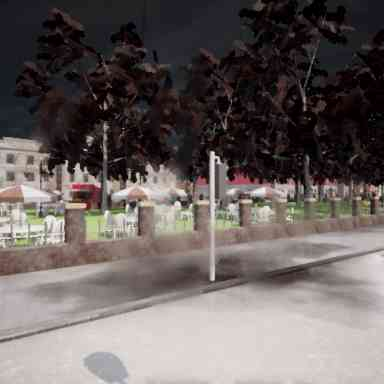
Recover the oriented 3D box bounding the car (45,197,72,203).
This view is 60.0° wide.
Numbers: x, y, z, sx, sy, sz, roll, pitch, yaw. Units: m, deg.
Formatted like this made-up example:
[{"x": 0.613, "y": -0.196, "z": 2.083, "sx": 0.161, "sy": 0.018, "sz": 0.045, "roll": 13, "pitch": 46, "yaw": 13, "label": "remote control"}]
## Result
[{"x": -18.915, "y": 1.350, "z": 46.949, "sx": 4.553, "sy": 1.767, "sz": 2.097, "roll": 0, "pitch": 0, "yaw": -37, "label": "car"}]
